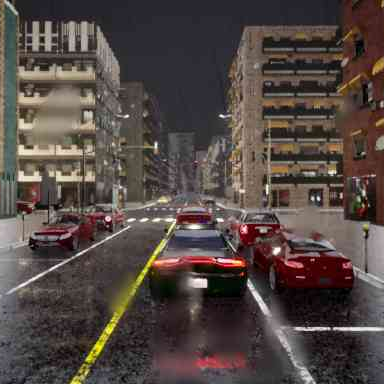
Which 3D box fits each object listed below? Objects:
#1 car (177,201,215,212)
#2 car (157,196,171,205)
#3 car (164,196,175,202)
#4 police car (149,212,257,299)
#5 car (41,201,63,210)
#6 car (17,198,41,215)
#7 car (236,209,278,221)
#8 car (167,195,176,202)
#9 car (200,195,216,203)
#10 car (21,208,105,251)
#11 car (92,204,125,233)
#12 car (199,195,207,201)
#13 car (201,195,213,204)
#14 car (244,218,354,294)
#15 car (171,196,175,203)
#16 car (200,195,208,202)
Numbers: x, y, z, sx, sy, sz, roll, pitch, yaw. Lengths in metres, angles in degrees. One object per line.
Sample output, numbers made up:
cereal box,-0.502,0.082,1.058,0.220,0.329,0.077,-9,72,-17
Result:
car,0.135,1.482,18.999,1.882,1.535,5.008,0,0,0
car,-5.090,1.534,57.701,1.752,1.417,4.829,1,0,0
car,-5.025,1.575,74.884,1.947,1.339,4.313,1,0,0
police car,0.129,1.506,8.538,2.038,1.542,4.974,0,0,0
car,-17.478,1.590,39.092,4.313,1.339,1.947,0,-1,0
car,-17.446,1.240,31.216,5.009,1.841,2.192,0,-1,0
car,2.628,1.443,14.102,1.967,1.590,4.097,1,0,0
car,-5.004,1.555,80.555,1.887,1.381,4.507,1,0,0
car,2.770,1.559,52.201,2.008,1.369,4.403,1,0,0
car,-5.259,1.585,14.110,1.802,1.307,4.206,1,0,0
car,-5.240,1.444,19.659,1.967,1.590,4.097,1,0,0
car,2.898,1.561,86.226,2.008,1.369,4.403,1,0,0
car,2.814,1.449,63.543,1.967,1.590,4.097,1,0,0
car,2.605,1.584,8.553,1.802,1.307,4.206,1,0,0
car,-5.047,1.535,69.043,1.752,1.417,4.829,1,0,0
car,2.877,1.555,80.556,1.887,1.381,4.507,1,0,0
